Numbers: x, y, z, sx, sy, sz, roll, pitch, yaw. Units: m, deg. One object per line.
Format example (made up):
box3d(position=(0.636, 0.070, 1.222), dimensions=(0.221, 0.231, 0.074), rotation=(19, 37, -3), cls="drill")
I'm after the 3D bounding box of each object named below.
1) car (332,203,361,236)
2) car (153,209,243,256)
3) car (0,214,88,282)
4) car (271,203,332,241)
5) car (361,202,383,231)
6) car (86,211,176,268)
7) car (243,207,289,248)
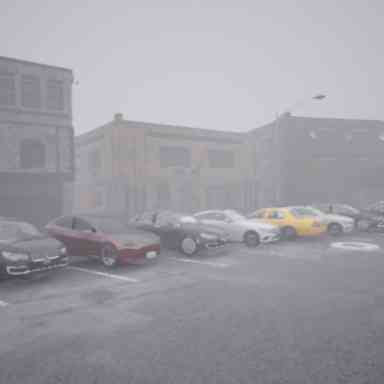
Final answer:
box3d(position=(6.322, 1.488, 18.170), dimensions=(4.674, 1.452, 2.002), rotation=(-1, -1, 34), cls="car")
box3d(position=(-0.829, 1.470, 13.043), dimensions=(4.892, 1.521, 2.231), rotation=(-1, -1, 34), cls="car")
box3d(position=(-5.596, 1.484, 9.613), dimensions=(4.892, 1.521, 2.231), rotation=(-1, -1, 34), cls="car")
box3d(position=(3.784, 1.455, 16.555), dimensions=(5.366, 1.575, 1.946), rotation=(-1, 0, 34), cls="car")
box3d(position=(8.701, 1.442, 19.885), dimensions=(4.892, 1.521, 2.231), rotation=(-1, -1, 34), cls="car")
box3d(position=(-3.183, 1.505, 11.305), dimensions=(4.792, 1.488, 2.163), rotation=(-1, -1, 34), cls="car")
box3d(position=(1.556, 1.502, 14.746), dimensions=(4.674, 1.452, 2.002), rotation=(-1, -1, 34), cls="car")
